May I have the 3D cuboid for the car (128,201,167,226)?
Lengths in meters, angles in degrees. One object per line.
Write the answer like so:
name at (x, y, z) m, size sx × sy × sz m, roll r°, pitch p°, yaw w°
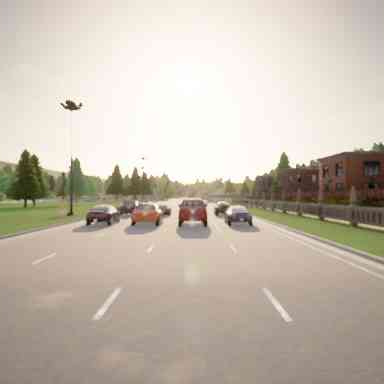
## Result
car at (-3.429, 1.637, 26.411) m, size 2.097 × 1.767 × 4.553 m, roll 0°, pitch -1°, yaw 0°

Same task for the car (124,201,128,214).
car at (-6.950, 1.769, 38.791) m, size 2.097 × 1.767 × 4.553 m, roll 0°, pitch -1°, yaw 0°

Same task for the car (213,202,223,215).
car at (3.551, 1.922, 38.798) m, size 1.837 × 1.490 × 4.892 m, roll 0°, pitch 0°, yaw 0°

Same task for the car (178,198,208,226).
car at (0.067, 1.502, 25.921) m, size 2.150 × 2.045 × 5.566 m, roll 0°, pitch 0°, yaw 0°

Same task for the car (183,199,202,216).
car at (0.053, 1.772, 39.219) m, size 2.097 × 1.767 × 4.553 m, roll 0°, pitch -1°, yaw 0°

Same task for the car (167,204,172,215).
car at (-3.449, 1.983, 38.877) m, size 1.994 × 1.385 × 4.181 m, roll 0°, pitch -1°, yaw 0°

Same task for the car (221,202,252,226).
car at (3.571, 1.806, 26.152) m, size 1.812 × 1.442 × 4.674 m, roll 0°, pitch 0°, yaw 0°

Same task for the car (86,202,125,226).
car at (-6.930, 1.791, 26.342) m, size 1.837 × 1.490 × 4.892 m, roll 0°, pitch 0°, yaw 0°
